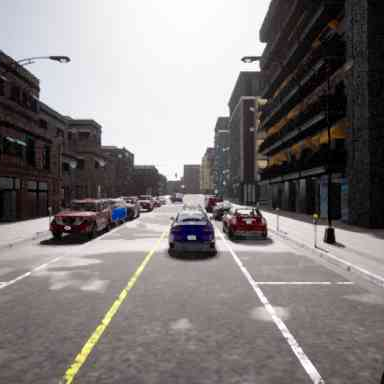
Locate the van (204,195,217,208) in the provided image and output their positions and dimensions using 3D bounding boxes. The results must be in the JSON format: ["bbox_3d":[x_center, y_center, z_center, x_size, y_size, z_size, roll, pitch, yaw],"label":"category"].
[{"bbox_3d":[2.708,1.352,50.155,1.690,1.788,3.998,1,0,0],"label":"van"}]

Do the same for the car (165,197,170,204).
[{"bbox_3d":[-5.677,1.563,60.976,2.008,1.369,4.403,1,0,0],"label":"car"}]

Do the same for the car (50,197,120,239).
[{"bbox_3d":[-5.671,1.319,17.719,2.192,1.841,5.009,1,0,0],"label":"car"}]

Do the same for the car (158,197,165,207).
[{"bbox_3d":[-5.674,1.450,50.163,1.967,1.590,4.097,1,0,0],"label":"car"}]

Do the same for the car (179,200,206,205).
[{"bbox_3d":[0.000,1.624,29.685,1.895,1.301,4.718,0,0,0],"label":"car"}]

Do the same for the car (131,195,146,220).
[{"bbox_3d":[-5.671,1.321,28.533,2.192,1.841,5.009,1,0,0],"label":"car"}]

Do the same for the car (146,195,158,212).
[{"bbox_3d":[-5.672,1.323,39.348,2.192,1.841,5.009,1,0,0],"label":"car"}]

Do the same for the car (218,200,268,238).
[{"bbox_3d":[2.706,1.444,17.712,1.967,1.590,4.097,1,0,0],"label":"car"}]

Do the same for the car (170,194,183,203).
[{"bbox_3d":[-3.000,1.341,68.632,2.150,2.045,5.566,0,0,0],"label":"car"}]

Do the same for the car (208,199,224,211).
[{"bbox_3d":[2.704,1.557,28.526,2.008,1.369,4.403,1,0,0],"label":"car"}]

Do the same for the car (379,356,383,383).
[{"bbox_3d":[2.706,1.438,1.490,1.967,1.590,4.097,1,0,0],"label":"car"}]

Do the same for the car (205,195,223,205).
[{"bbox_3d":[2.708,1.324,39.341,2.192,1.841,5.009,1,0,0],"label":"car"}]

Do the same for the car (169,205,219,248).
[{"bbox_3d":[0.000,1.537,14.652,1.812,1.442,4.674,0,0,0],"label":"car"}]

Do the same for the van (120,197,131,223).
[{"bbox_3d":[-5.672,1.346,23.126,1.690,1.788,3.998,1,0,0],"label":"van"}]

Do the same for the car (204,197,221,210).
[{"bbox_3d":[2.706,1.450,44.748,1.967,1.590,4.097,1,0,0],"label":"car"}]
